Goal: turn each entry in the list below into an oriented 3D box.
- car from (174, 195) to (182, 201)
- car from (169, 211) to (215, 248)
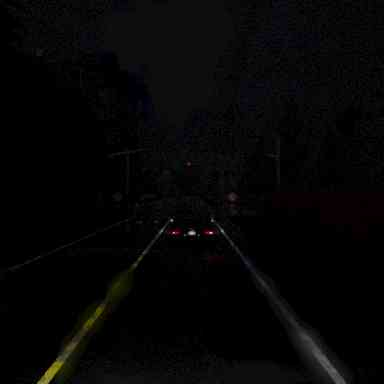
[{"bbox_3d":[-3.500,1.533,82.805,2.033,1.411,5.357,0,0,0],"label":"car"},{"bbox_3d":[0.000,1.562,14.650,2.033,1.411,5.357,0,0,0],"label":"car"}]
